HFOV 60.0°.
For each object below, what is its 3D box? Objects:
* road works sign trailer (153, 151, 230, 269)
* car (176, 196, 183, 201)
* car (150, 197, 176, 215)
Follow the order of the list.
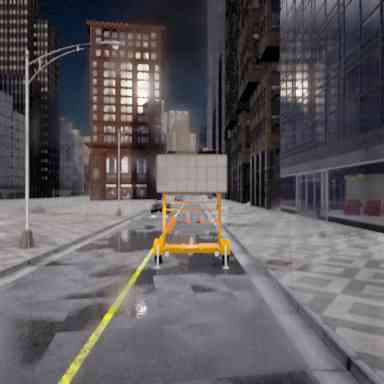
[{"bbox_3d":[-0.004,0.451,11.090,2.380,3.560,2.880,0,0,0],"label":"road works sign trailer"},{"bbox_3d":[-3.034,1.558,74.612,2.033,1.411,5.357,0,0,0],"label":"car"},{"bbox_3d":[-3.115,1.528,34.160,2.033,1.411,5.357,0,0,0],"label":"car"}]
